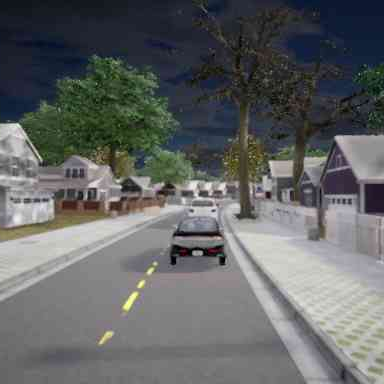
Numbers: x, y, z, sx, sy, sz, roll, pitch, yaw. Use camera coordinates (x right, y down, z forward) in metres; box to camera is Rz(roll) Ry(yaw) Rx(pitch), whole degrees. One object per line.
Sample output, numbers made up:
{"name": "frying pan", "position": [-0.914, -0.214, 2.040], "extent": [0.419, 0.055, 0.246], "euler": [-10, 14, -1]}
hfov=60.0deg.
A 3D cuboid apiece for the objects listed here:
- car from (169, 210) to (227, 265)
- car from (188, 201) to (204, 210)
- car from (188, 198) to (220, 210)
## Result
{"name": "car", "position": [0.271, 1.632, 12.304], "extent": [2.128, 1.511, 4.902], "euler": [0, -1, 3]}
{"name": "car", "position": [0.612, 2.089, 51.768], "extent": [1.895, 1.301, 4.718], "euler": [0, 0, 8]}
{"name": "car", "position": [0.947, 1.504, 26.112], "extent": [2.150, 2.045, 5.566], "euler": [0, 0, 4]}
